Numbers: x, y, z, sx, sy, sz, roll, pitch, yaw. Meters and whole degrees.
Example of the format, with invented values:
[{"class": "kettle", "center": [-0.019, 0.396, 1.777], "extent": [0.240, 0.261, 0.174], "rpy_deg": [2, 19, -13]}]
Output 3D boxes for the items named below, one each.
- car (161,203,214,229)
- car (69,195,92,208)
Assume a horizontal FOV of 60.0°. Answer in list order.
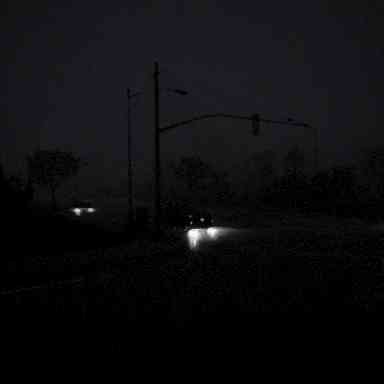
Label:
[{"class": "car", "center": [-0.482, 1.369, 20.405], "extent": [1.994, 1.385, 4.181], "rpy_deg": [-1, 1, -32]}, {"class": "car", "center": [-14.151, 1.165, 42.086], "extent": [1.882, 1.535, 5.008], "rpy_deg": [-1, 2, -32]}]
